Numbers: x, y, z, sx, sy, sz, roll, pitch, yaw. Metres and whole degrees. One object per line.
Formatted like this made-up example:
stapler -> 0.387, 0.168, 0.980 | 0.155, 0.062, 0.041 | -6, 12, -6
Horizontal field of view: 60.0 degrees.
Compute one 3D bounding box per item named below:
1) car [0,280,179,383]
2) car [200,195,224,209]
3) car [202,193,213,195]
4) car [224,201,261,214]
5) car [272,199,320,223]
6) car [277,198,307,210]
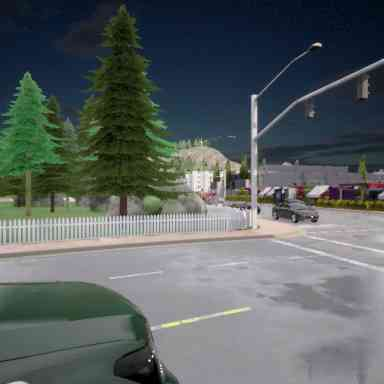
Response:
car -> -2.744, 1.221, 1.679 | 5.566, 2.045, 2.150 | 0, 0, -36
car -> 2.868, 1.547, 44.236 | 2.128, 1.511, 4.902 | 0, 0, -16
car -> 2.985, 1.277, 69.612 | 2.150, 2.045, 5.566 | 0, 0, -16
car -> 5.483, 1.656, 35.250 | 1.895, 1.301, 4.718 | 0, 0, -16
car -> 8.071, 1.560, 26.343 | 1.837, 1.490, 4.892 | 0, 0, -14
car -> 13.598, 1.619, 45.633 | 1.994, 1.385, 4.181 | 0, 0, -16
